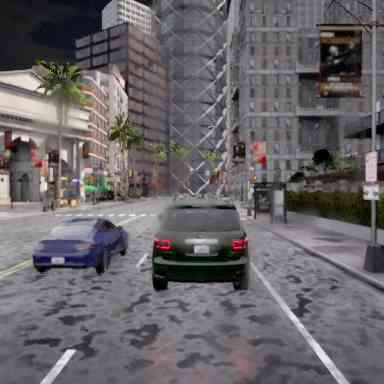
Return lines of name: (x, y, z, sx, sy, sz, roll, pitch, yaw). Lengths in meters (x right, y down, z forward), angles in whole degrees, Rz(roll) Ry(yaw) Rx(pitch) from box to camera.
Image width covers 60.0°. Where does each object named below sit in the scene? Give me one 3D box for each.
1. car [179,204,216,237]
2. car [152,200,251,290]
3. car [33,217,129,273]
car: (0.301, 1.497, 19.082, 1.837, 1.490, 4.892, 0, 0, 1)
car: (0.200, 1.218, 9.221, 2.150, 2.045, 5.566, 0, 0, 0)
car: (-3.283, 1.521, 10.513, 1.812, 1.442, 4.674, 0, 0, 1)
